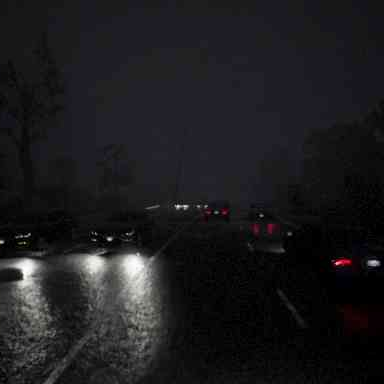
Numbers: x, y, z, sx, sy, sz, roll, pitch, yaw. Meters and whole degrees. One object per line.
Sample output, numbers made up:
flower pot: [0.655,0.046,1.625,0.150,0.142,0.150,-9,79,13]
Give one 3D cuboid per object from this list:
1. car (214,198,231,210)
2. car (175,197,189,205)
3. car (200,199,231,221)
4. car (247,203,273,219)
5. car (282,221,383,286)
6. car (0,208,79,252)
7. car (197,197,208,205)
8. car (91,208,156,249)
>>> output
car: [3.979,1.546,42.848,1.994,1.385,4.181,0,0,7]
car: [-1.620,1.522,56.158,1.994,1.385,4.181,0,0,7]
car: [2.059,1.535,26.706,2.033,1.411,5.357,0,0,7]
car: [5.836,1.598,28.891,1.895,1.301,4.718,0,0,7]
car: [3.985,1.551,9.510,2.033,1.411,5.357,0,0,4]
car: [-6.408,1.481,13.923,1.837,1.490,4.892,0,0,4]
car: [1.916,1.515,56.213,2.033,1.411,5.357,0,0,8]
car: [-2.841,1.489,14.651,1.837,1.490,4.892,0,0,5]
